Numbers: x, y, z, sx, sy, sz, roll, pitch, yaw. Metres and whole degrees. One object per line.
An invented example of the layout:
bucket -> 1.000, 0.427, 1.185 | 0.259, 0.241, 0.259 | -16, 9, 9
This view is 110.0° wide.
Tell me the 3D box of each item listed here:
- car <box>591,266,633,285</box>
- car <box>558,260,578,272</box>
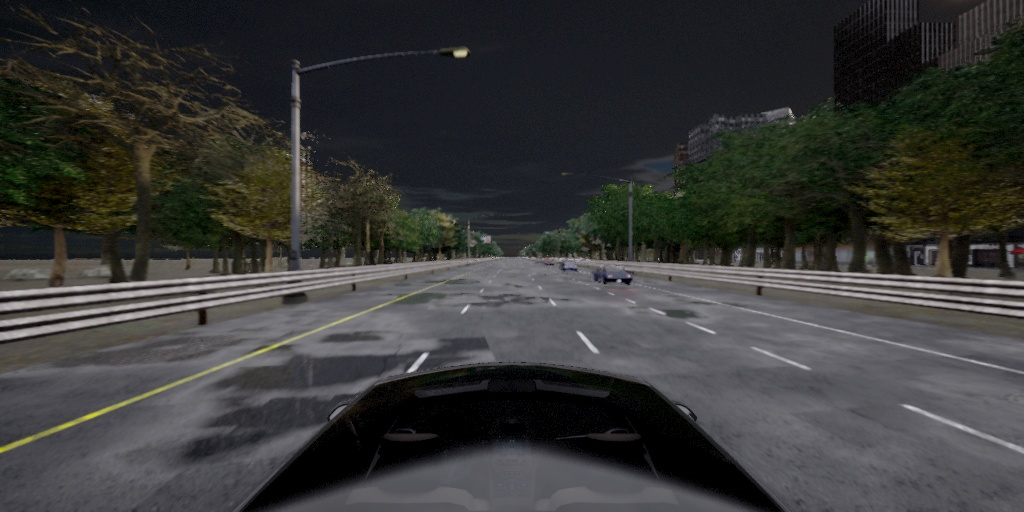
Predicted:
car -> 7.023, 1.358, 25.742 | 1.895, 1.301, 4.718 | 0, 0, 0
car -> 7.079, 1.309, 45.680 | 2.033, 1.411, 5.357 | 0, 0, 0
